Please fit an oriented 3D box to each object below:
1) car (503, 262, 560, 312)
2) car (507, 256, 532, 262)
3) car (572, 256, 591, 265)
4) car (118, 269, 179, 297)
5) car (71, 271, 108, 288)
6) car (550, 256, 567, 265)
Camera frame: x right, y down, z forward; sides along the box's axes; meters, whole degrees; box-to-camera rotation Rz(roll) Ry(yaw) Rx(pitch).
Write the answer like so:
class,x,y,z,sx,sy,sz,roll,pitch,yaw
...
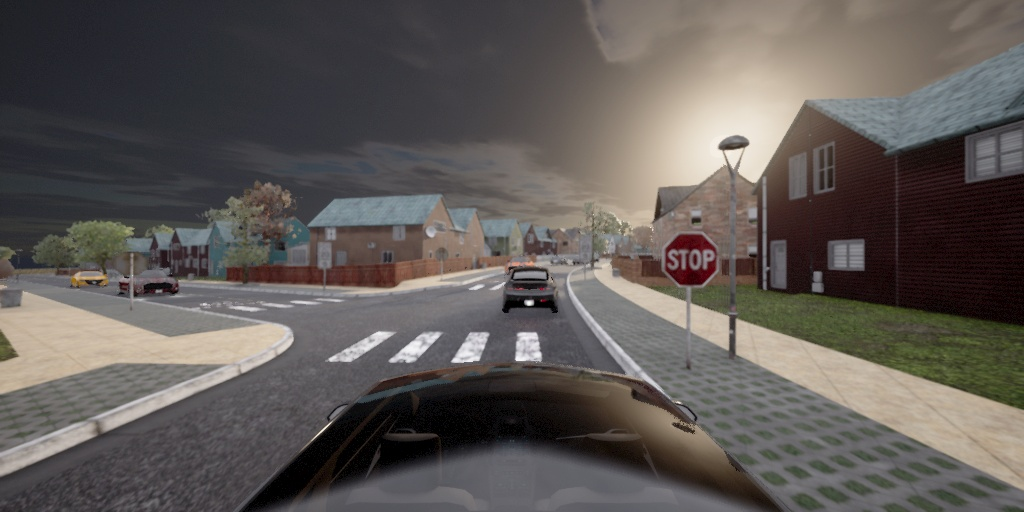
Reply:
class,x,y,z,sx,sy,sz,roll,pitch,yaw
car,0.733,1.153,13.558,1.837,1.490,4.892,0,1,5
car,0.745,0.803,33.423,2.097,1.767,4.553,0,1,13
car,11.036,0.692,57.517,2.033,1.411,5.357,0,1,22
car,-23.194,1.596,22.876,4.553,1.767,2.097,-1,-1,33
car,-39.693,2.170,33.671,5.008,1.535,1.882,-2,-1,33
car,7.313,0.679,55.782,2.128,1.511,4.902,0,0,21
